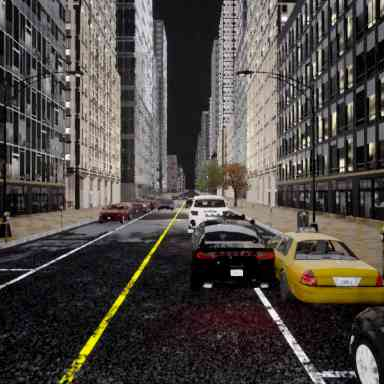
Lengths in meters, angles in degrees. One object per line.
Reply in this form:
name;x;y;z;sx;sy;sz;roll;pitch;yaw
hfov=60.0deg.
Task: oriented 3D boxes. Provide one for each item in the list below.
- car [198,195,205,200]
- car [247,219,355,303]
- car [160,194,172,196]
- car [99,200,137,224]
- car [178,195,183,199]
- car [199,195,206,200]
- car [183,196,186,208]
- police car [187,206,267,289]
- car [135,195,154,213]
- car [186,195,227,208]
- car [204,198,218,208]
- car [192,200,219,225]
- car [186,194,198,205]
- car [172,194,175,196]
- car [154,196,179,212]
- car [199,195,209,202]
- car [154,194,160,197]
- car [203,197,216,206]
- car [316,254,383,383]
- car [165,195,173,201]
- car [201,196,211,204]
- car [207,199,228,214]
car;2.745;1.430;93.056;1.802;1.307;4.206;1;0;0
car;2.700;1.524;8.105;1.752;1.417;4.829;0;0;0
car;-5.649;1.241;64.704;2.192;1.841;5.009;1;0;0
car;-5.672;1.533;24.974;1.887;1.381;4.507;0;0;0
car;-2.958;1.396;85.616;1.812;1.442;4.674;0;0;0
car;2.742;1.410;87.383;1.887;1.381;4.507;1;0;0
car;0.036;1.467;46.038;1.837;1.490;4.892;0;0;0
police car;0.904;1.424;9.282;1.930;1.638;5.238;0;0;0
car;-5.665;1.416;36.327;1.967;1.590;4.097;0;0;0
car;0.910;1.218;19.202;2.150;2.045;5.566;0;0;0
car;2.720;1.542;47.659;1.802;1.307;4.206;1;0;0
car;0.912;1.466;25.172;1.882;1.535;5.008;0;0;0
car;0.030;1.289;59.625;2.097;1.767;4.553;0;0;0
car;-5.644;1.338;76.055;1.967;1.590;4.097;1;0;0
car;-2.982;1.520;39.141;2.033;1.411;5.357;0;0;0
car;2.736;1.463;76.033;1.947;1.339;4.313;1;0;0
car;-5.661;1.284;42.002;2.192;1.841;5.009;0;0;0
car;2.724;1.532;53.333;1.802;1.307;4.206;1;0;0
car;2.696;1.551;2.259;2.008;1.369;4.403;0;0;0
car;-5.641;1.408;81.561;1.752;1.417;4.829;1;0;0
car;2.730;1.451;64.853;1.752;1.417;4.829;1;0;0
car;2.715;1.542;36.310;1.947;1.339;4.313;0;0;0
